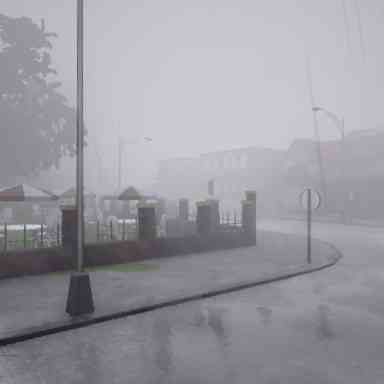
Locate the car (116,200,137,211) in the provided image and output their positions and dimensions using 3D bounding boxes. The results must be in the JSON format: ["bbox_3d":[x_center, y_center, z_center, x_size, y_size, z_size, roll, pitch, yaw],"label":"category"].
[{"bbox_3d":[-7.546,1.547,38.129,2.033,1.411,5.357,0,0,-36],"label":"car"}]

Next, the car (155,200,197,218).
[{"bbox_3d":[-1.477,1.491,29.633,2.128,1.511,4.902,0,0,-36],"label":"car"}]

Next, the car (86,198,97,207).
[{"bbox_3d":[-15.694,1.507,49.666,1.837,1.490,4.892,0,0,-35],"label":"car"}]
